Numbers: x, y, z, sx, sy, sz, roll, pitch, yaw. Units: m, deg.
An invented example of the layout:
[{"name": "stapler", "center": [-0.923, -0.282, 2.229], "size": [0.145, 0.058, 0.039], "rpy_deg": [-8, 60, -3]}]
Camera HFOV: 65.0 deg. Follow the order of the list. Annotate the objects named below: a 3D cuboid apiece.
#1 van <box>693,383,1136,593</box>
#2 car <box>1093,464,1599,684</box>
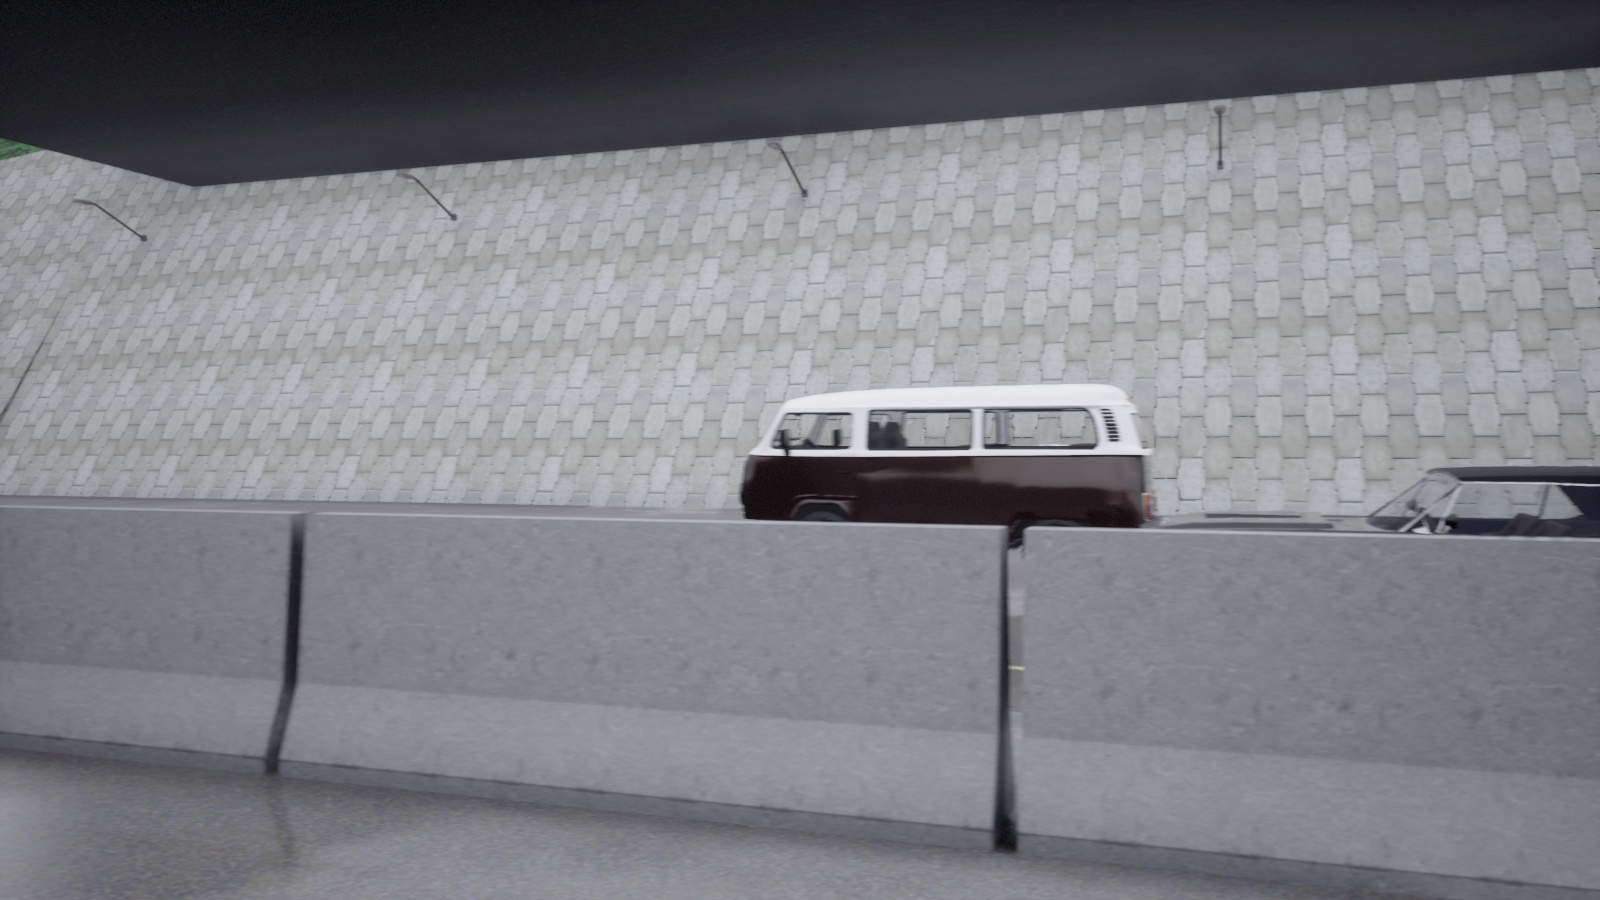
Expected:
[{"name": "van", "center": [1.305, 0.333, 13.827], "size": [4.480, 2.038, 2.069], "rpy_deg": [1, 1, 19]}, {"name": "car", "center": [4.616, 0.800, 9.026], "size": [4.718, 1.301, 1.895], "rpy_deg": [1, 1, 19]}]
